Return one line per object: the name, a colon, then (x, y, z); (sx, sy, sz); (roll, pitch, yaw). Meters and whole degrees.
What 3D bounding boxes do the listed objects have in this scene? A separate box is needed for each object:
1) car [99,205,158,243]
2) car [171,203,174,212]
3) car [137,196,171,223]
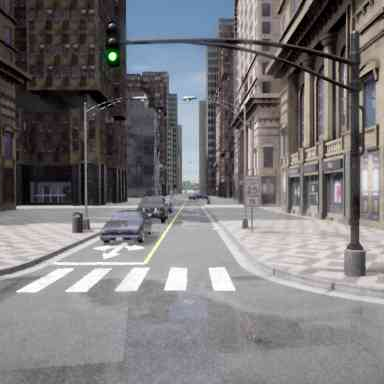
car: (-3.126, 1.631, 16.856); (2.033, 1.411, 5.357); (0, 0, 0)
car: (-3.132, 1.665, 37.406); (1.812, 1.442, 4.674); (0, 0, 0)
car: (-3.136, 1.333, 27.075); (2.150, 2.045, 5.566); (0, 0, -1)
